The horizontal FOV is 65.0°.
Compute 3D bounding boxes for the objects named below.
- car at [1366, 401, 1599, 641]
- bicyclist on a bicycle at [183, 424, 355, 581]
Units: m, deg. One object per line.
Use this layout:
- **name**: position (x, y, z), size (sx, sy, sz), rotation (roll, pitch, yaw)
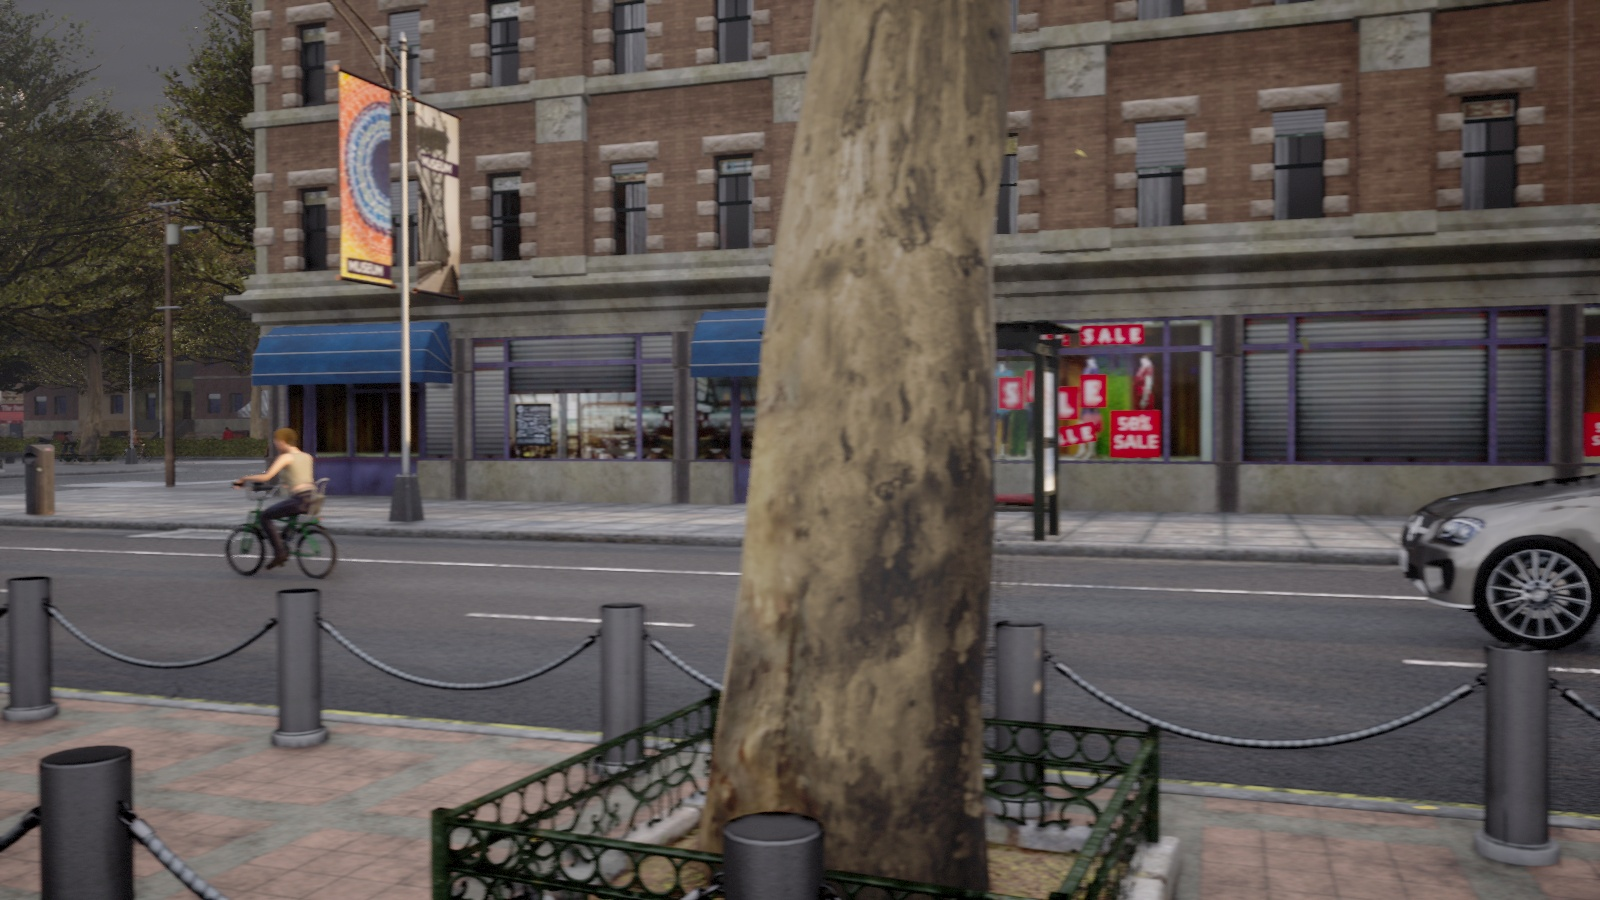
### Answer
- **car**: position (7.034, 0.483, 9.255), size (5.027, 1.651, 2.152), rotation (1, 1, 19)
- **bicyclist on a bicycle**: position (-5.699, 0.525, 13.493), size (1.509, 1.612, 0.866), rotation (0, 1, 20)
